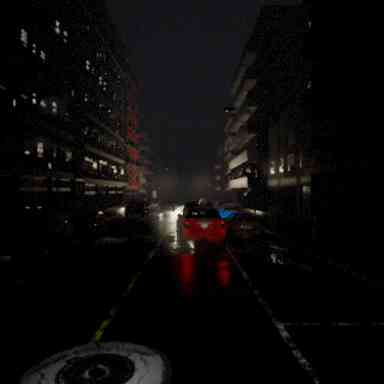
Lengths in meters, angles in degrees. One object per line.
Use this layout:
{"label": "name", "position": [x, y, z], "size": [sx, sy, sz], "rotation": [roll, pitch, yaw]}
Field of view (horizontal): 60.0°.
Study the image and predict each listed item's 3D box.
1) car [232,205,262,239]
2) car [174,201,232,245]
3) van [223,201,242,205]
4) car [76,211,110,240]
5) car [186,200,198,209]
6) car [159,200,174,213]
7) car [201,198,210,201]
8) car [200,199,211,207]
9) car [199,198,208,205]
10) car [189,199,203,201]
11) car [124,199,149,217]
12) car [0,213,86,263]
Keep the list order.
{"label": "car", "position": [2.655, 1.682, 18.252], "size": [1.752, 1.417, 4.829], "rotation": [-1, -1, 0]}
{"label": "car", "position": [0.371, 1.493, 16.417], "size": [2.097, 1.767, 4.553], "rotation": [0, 0, -5]}
{"label": "van", "position": [2.645, 1.546, 23.768], "size": [1.690, 1.788, 3.998], "rotation": [-1, -1, 0]}
{"label": "car", "position": [-5.724, 1.722, 18.073], "size": [1.947, 1.339, 4.313], "rotation": [-1, 0, 0]}
{"label": "car", "position": [0.020, 2.070, 56.960], "size": [1.994, 1.385, 4.181], "rotation": [0, -1, 0]}
{"label": "car", "position": [-3.142, 1.885, 43.175], "size": [1.837, 1.490, 4.892], "rotation": [0, -1, 0]}
{"label": "car", "position": [2.607, 2.013, 52.188], "size": [2.008, 1.369, 4.403], "rotation": [-1, -1, 0]}
{"label": "car", "position": [2.591, 2.112, 63.558], "size": [1.887, 1.381, 4.507], "rotation": [-1, -1, 0]}
{"label": "car", "position": [2.573, 2.115, 74.927], "size": [1.967, 1.590, 4.097], "rotation": [-1, -1, 0]}
{"label": "car", "position": [0.046, 1.844, 38.796], "size": [1.837, 1.490, 4.892], "rotation": [0, -1, 0]}
{"label": "car", "position": [-5.752, 1.622, 35.129], "size": [2.192, 1.841, 5.009], "rotation": [-1, -1, 0]}
{"label": "car", "position": [-5.716, 1.673, 12.389], "size": [1.947, 1.339, 4.313], "rotation": [-1, 0, 0]}
